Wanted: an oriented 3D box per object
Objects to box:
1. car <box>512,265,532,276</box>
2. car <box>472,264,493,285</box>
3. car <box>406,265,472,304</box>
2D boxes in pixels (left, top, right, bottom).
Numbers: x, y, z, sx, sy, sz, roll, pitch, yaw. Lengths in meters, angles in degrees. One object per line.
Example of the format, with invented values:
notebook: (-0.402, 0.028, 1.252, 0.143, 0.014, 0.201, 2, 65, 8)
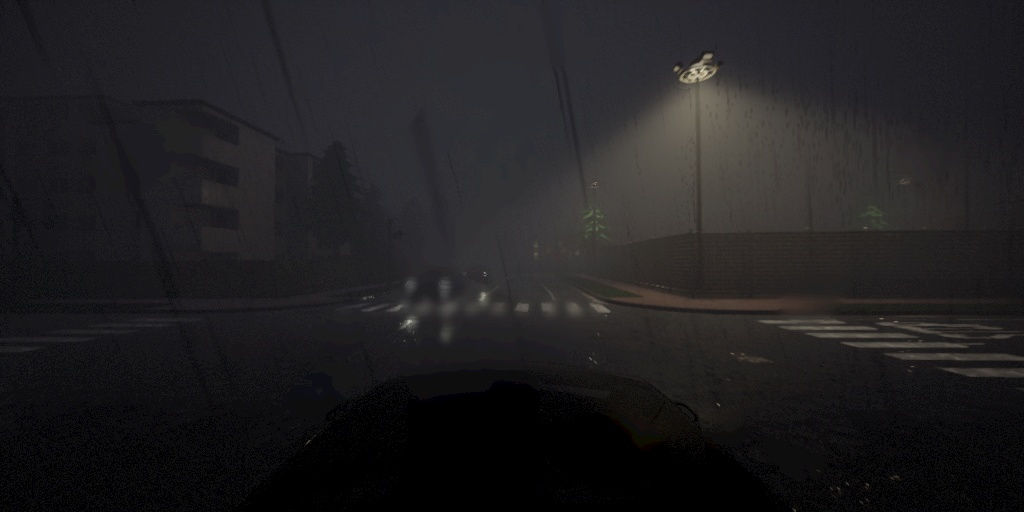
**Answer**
car: (1.351, 1.919, 49.202, 2.033, 1.411, 5.357, 0, -1, -12)
car: (-2.879, 1.496, 30.848, 2.097, 1.767, 4.553, 0, -1, 2)
car: (-3.614, 1.325, 17.944, 2.097, 1.767, 4.553, 0, -1, 5)
